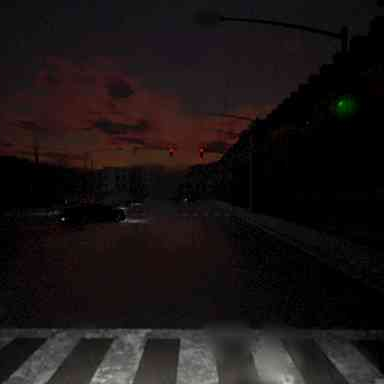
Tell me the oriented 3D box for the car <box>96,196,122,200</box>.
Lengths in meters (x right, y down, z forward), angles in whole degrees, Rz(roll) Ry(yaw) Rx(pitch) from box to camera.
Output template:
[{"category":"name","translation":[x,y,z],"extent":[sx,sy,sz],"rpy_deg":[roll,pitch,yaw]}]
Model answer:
[{"category":"car","translation":[-10.637,1.552,42.341],"extent":[1.812,1.442,4.674],"rpy_deg":[0,0,0]}]

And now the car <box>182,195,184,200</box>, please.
[{"category":"car","translation":[-1.395,1.442,83.518],"extent":[2.128,1.511,4.902],"rpy_deg":[0,0,-17]}]

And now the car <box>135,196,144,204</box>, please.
[{"category":"car","translation":[-10.617,1.588,65.570],"extent":[2.033,1.411,5.357],"rpy_deg":[0,0,0]}]

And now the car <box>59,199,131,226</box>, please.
[{"category":"car","translation":[-6.969,1.519,23.658],"extent":[1.837,1.490,4.892],"rpy_deg":[2,1,37]}]

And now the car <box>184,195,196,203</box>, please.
[{"category":"car","translation":[-0.127,1.563,73.439],"extent":[2.128,1.511,4.902],"rpy_deg":[0,0,-3]}]

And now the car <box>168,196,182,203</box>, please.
[{"category":"car","translation":[-3.615,1.638,72.497],"extent":[1.895,1.301,4.718],"rpy_deg":[0,0,-3]}]

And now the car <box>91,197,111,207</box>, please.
[{"category":"car","translation":[-14.143,1.537,51.942],"extent":[1.837,1.490,4.892],"rpy_deg":[0,0,0]}]

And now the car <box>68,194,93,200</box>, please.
[{"category":"car","translation":[-14.140,1.247,42.133],"extent":[2.150,2.045,5.566],"rpy_deg":[0,0,1]}]

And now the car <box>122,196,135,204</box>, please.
[{"category":"car","translation":[-10.641,1.633,51.446],"extent":[1.895,1.301,4.718],"rpy_deg":[0,0,0]}]
